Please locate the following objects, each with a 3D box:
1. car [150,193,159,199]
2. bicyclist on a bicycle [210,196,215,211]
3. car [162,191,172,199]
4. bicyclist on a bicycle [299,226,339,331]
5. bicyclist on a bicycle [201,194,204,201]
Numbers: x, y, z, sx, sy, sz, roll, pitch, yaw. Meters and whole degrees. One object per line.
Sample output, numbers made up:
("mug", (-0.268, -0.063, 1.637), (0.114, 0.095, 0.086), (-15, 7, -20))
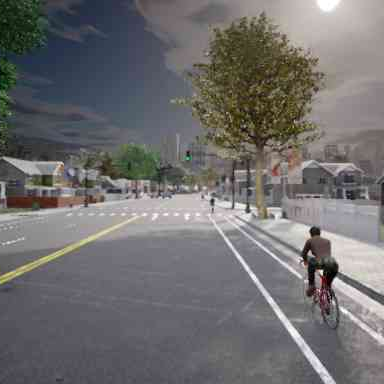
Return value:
("car", (-9.746, 1.057, 86.704), (1.812, 1.442, 4.674), (0, 0, 0))
("bicyclist on a bicycle", (2.261, 1.361, 37.051), (0.659, 1.776, 1.843), (1, 0, 0))
("car", (-6.496, 0.758, 86.674), (2.150, 2.045, 5.566), (0, 0, 0))
("bicyclist on a bicycle", (2.251, 1.452, 5.923), (0.582, 1.620, 1.656), (0, 0, 0))
("bicyclist on a bicycle", (2.252, 1.314, 70.996), (0.659, 1.776, 1.843), (0, 0, 0))
